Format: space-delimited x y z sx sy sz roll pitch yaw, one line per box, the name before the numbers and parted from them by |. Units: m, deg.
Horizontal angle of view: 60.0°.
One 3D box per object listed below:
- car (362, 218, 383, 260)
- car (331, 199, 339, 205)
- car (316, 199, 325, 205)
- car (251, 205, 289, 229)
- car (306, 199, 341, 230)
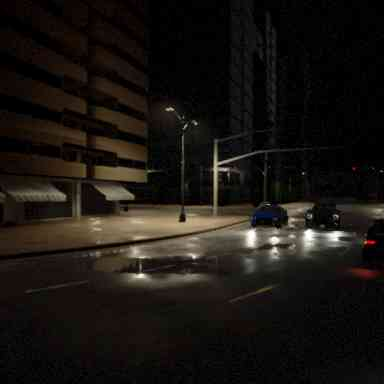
car | 7.534 1.698 12.363 2.033 1.411 5.357 0 -1 33
car | 36.408 2.449 84.499 1.812 1.442 4.674 0 -1 24
car | 33.207 2.439 85.916 1.812 1.442 4.674 0 -1 24
car | 5.664 1.708 23.832 1.882 1.535 5.008 0 -1 25
car | 9.211 1.600 23.157 2.097 1.767 4.553 0 0 25
